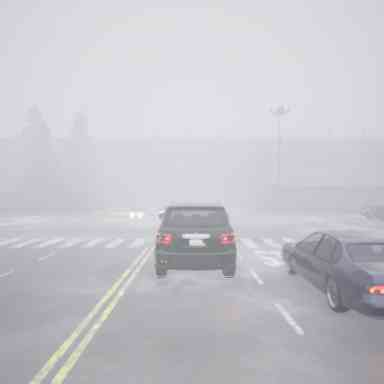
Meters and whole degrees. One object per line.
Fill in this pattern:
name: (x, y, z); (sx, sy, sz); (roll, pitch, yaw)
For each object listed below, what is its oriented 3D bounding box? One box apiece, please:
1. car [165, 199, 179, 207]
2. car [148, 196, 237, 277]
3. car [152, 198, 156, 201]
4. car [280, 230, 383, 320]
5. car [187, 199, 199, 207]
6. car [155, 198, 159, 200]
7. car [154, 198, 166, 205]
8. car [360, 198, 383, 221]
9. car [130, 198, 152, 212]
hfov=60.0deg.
car: (-3.544, 1.956, 59.537); (2.033, 1.411, 5.357); (0, 0, 0)
car: (0.079, 1.299, 10.628); (2.150, 2.045, 5.566); (0, 0, 0)
car: (-7.050, 1.745, 56.916); (2.097, 1.767, 4.553); (0, -1, 0)
car: (3.590, 1.601, 7.724); (2.033, 1.411, 5.357); (0, 0, 0)
car: (0.129, 1.973, 59.681); (1.994, 1.385, 4.181); (0, 0, 0)
car: (-3.564, 1.875, 45.325); (1.994, 1.385, 4.181); (0, 0, 0)
car: (-6.965, 2.034, 72.115); (2.033, 1.411, 5.357); (0, 0, 0)
car: (17.414, 1.361, 28.378); (5.566, 2.045, 2.150); (0, 0, 0)
car: (-7.068, 1.799, 44.803); (2.128, 1.511, 4.902); (0, 0, 0)
